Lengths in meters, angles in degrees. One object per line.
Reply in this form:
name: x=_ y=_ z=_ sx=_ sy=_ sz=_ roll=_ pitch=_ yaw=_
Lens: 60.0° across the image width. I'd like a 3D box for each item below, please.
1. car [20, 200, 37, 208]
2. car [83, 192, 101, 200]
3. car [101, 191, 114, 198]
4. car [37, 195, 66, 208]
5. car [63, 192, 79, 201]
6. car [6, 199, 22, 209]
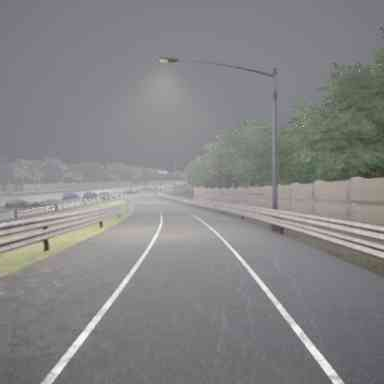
car: x=-29.918 y=2.357 z=63.459 sx=1.895 sy=1.301 sz=4.718 roll=0 pitch=3 yaw=7
car: x=-26.782 y=0.921 z=87.989 sx=2.150 sy=2.045 sz=5.566 roll=0 pitch=2 yaw=7
car: x=-22.849 y=1.111 z=91.171 sx=1.994 sy=1.385 sz=4.181 roll=0 pitch=2 yaw=7
car: x=-26.454 y=2.112 z=62.941 sx=2.097 sy=1.767 sz=4.553 roll=0 pitch=3 yaw=7
car: x=-30.763 y=1.074 z=84.450 sx=2.150 sy=2.045 sz=5.566 roll=0 pitch=2 yaw=7
car: x=-33.397 y=2.109 z=63.833 sx=2.097 sy=1.767 sz=4.553 roll=0 pitch=3 yaw=7
